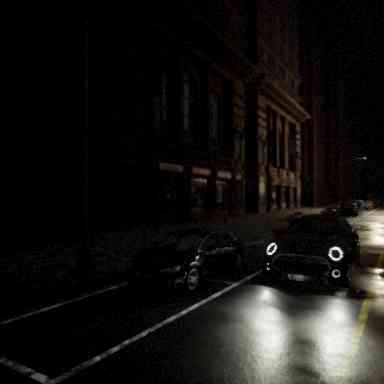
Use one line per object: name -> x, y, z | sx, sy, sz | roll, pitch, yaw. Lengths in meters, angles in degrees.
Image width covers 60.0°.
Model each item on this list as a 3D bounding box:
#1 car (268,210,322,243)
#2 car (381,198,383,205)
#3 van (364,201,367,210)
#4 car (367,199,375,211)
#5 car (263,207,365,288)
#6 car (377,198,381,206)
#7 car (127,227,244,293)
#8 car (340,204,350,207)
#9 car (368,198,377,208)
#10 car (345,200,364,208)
car -> 5.959, 1.814, 18.794 | 1.752, 1.417, 4.829 | 0, -1, 32
car -> 42.003, 2.421, 76.056 | 1.967, 1.590, 4.097 | 0, -1, 32
van -> 21.031, 1.926, 42.739 | 1.690, 1.788, 3.998 | 0, -1, 32
car -> 27.022, 2.265, 52.256 | 1.947, 1.339, 4.313 | 0, -1, 32
car -> 3.750, 1.505, 9.969 | 2.097, 1.767, 4.553 | -1, -1, 31
car -> 36.011, 2.184, 66.537 | 2.192, 1.841, 5.009 | 0, -1, 32
car -> 0.057, 1.717, 9.418 | 2.008, 1.369, 4.403 | 0, -1, 32
car -> 12.042, 1.993, 28.457 | 1.802, 1.307, 4.206 | 0, -1, 32
car -> 30.019, 2.197, 57.017 | 1.967, 1.590, 4.097 | 0, -1, 32
car -> 18.035, 1.968, 37.978 | 1.967, 1.590, 4.097 | 0, -1, 32
